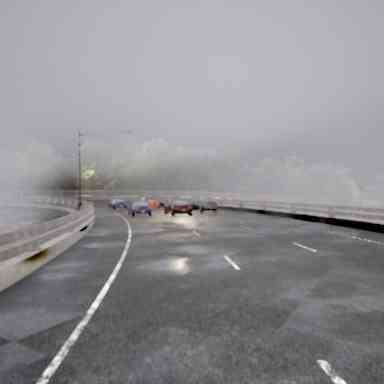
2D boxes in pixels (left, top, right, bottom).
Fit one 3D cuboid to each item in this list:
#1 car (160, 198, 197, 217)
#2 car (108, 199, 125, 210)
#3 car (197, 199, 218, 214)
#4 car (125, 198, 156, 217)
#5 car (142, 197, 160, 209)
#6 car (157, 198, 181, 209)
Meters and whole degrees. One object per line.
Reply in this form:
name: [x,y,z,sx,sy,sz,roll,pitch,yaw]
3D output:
car: [-1.418,1.470,32.010,1.882,1.535,5.008,-1,0,-17]
car: [-10.040,1.605,44.647,1.812,1.442,4.674,-1,0,-25]
car: [1.140,1.454,35.588,2.128,1.511,4.902,-1,0,-20]
car: [-4.998,1.558,31.796,1.812,1.442,4.674,-1,0,-17]
car: [-5.970,1.385,44.170,2.097,1.767,4.553,-1,0,-24]
car: [-3.352,1.568,46.884,1.994,1.385,4.181,-1,0,-25]
